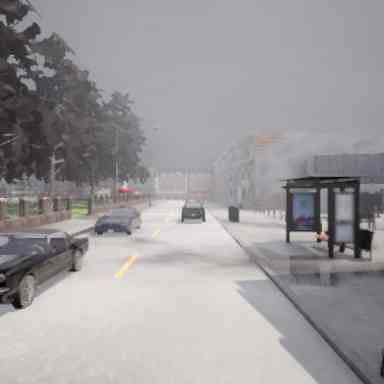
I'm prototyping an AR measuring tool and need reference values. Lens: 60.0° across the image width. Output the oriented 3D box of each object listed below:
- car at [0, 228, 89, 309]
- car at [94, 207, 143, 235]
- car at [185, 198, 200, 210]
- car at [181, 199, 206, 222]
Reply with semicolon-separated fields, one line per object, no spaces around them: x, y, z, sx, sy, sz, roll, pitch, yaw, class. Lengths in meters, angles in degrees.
-4.097;1.614;8.034;1.895;1.301;4.718;0;0;0;car
-4.069;1.579;19.354;2.033;1.411;5.357;0;0;0;car
0.067;1.597;44.046;1.812;1.442;4.674;0;0;0;car
0.097;1.521;27.018;1.882;1.535;5.008;0;0;0;car
